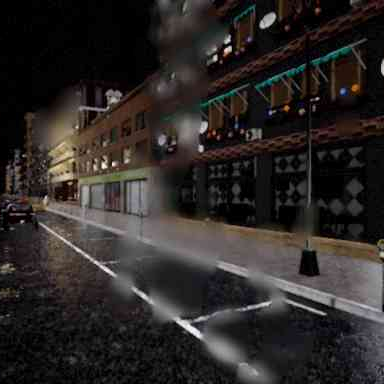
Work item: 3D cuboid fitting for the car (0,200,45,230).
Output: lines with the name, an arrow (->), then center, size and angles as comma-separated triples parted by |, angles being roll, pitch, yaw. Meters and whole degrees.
car -> -11.114, 1.515, 21.511 | 2.128, 1.511, 4.902 | 0, 0, -30

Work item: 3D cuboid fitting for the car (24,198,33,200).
car -> -18.368, 1.565, 39.006 | 1.752, 1.417, 4.829 | 0, 0, -30

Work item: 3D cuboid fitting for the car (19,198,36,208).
car -> -24.000, 1.592, 48.574 | 1.887, 1.381, 4.507 | 0, 0, -30

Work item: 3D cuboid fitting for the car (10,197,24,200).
car -> -20.254, 1.598, 37.075 | 1.994, 1.385, 4.181 | 0, 0, -31

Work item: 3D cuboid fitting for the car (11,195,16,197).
car -> -35.436, 1.613, 68.002 | 2.008, 1.369, 4.403 | 0, 0, -30
